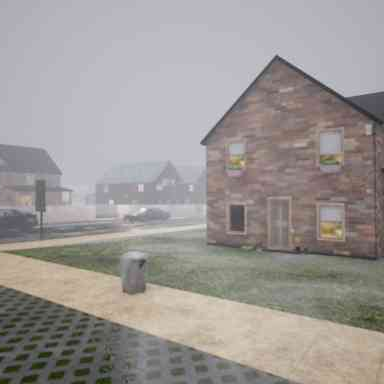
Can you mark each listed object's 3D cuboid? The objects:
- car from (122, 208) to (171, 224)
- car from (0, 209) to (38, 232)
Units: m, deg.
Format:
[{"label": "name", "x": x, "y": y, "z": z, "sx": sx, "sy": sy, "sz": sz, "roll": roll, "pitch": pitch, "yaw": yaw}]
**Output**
[{"label": "car", "x": -4.224, "y": 2.232, "z": 32.250, "sx": 2.033, "sy": 1.411, "sz": 5.357, "roll": -1, "pitch": -2, "yaw": 35}, {"label": "car", "x": -12.220, "y": 1.835, "z": 20.844, "sx": 2.128, "sy": 1.511, "sz": 4.902, "roll": -1, "pitch": -1, "yaw": 35}]
